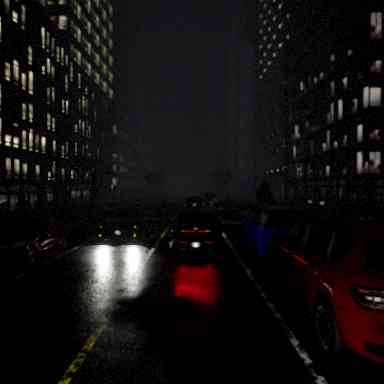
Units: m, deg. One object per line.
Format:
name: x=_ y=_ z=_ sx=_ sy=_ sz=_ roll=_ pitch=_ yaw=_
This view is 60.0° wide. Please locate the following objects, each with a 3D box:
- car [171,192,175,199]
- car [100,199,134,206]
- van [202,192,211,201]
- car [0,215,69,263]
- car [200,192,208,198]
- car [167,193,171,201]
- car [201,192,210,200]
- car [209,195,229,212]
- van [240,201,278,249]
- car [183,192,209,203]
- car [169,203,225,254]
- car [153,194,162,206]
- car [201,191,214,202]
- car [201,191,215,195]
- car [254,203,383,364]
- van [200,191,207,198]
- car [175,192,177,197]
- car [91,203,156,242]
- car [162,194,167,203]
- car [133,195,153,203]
car: x=-5.395 y=0.996 z=74.038 sx=1.947 sy=1.339 sz=4.313 roll=0 pitch=0 yaw=0
car: x=-5.607 y=1.372 z=22.887 sx=2.008 sy=1.369 sz=4.403 roll=0 pitch=0 yaw=0
van: x=2.961 y=0.821 z=68.318 sx=1.690 sy=1.788 sz=3.998 roll=0 pitch=0 yaw=0
car: x=-5.654 y=1.490 z=11.520 sx=1.802 sy=1.307 sz=4.206 roll=0 pitch=0 yaw=0
car: x=3.032 y=0.788 z=85.369 sx=1.967 sy=1.590 sz=4.097 roll=0 pitch=0 yaw=0
car: x=-5.442 y=1.044 z=62.500 sx=1.752 sy=1.417 sz=4.829 roll=0 pitch=0 yaw=0
car: x=2.985 y=0.876 z=74.002 sx=1.967 sy=1.590 sz=4.097 roll=0 pitch=0 yaw=0
car: x=2.821 y=1.292 z=34.218 sx=2.008 sy=1.369 sz=4.403 roll=-1 pitch=0 yaw=0
van: x=2.724 y=1.255 z=11.483 sx=1.690 sy=1.788 sz=3.998 roll=-1 pitch=0 yaw=0
car: x=0.215 y=1.119 z=30.564 sx=2.097 sy=1.767 sz=4.553 roll=0 pitch=0 yaw=0
car: x=0.140 y=1.406 z=13.080 sx=1.837 sy=1.490 sz=4.892 roll=0 pitch=1 yaw=0
car: x=-5.513 y=1.230 z=45.620 sx=1.802 sy=1.307 sz=4.206 roll=0 pitch=0 yaw=0
car: x=2.936 y=0.839 z=62.634 sx=2.192 sy=1.841 sz=5.009 roll=0 pitch=0 yaw=0
car: x=2.913 y=0.883 z=56.951 sx=2.192 sy=1.841 sz=5.009 roll=-1 pitch=0 yaw=0
car: x=2.700 y=1.272 z=5.800 sx=2.192 sy=1.841 sz=5.009 roll=-1 pitch=0 yaw=0
van: x=3.055 y=0.645 z=91.051 sx=1.690 sy=1.788 sz=3.998 roll=0 pitch=0 yaw=0
car: x=-5.347 y=0.892 z=85.404 sx=2.008 sy=1.369 sz=4.403 roll=0 pitch=0 yaw=0
car: x=-3.035 y=1.443 z=15.545 sx=1.994 sy=1.385 sz=4.181 roll=0 pitch=0 yaw=0
car: x=-5.490 y=1.045 z=51.302 sx=1.967 sy=1.590 sz=4.097 roll=0 pitch=0 yaw=0
car: x=-5.560 y=1.286 z=34.253 sx=2.008 sy=1.369 sz=4.403 roll=0 pitch=0 yaw=0
